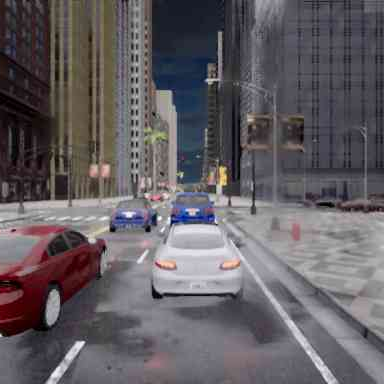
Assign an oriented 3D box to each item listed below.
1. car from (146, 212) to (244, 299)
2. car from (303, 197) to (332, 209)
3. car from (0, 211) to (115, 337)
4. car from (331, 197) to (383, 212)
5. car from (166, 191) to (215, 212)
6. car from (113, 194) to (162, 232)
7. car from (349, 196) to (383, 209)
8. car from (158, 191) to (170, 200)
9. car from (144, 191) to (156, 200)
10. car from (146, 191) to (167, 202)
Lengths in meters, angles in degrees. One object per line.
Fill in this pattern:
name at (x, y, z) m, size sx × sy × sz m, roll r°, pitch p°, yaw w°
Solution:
car at (0.107, 1.439, 8.085) m, size 1.812 × 1.442 × 4.674 m, roll 0°, pitch 1°, yaw 0°
car at (15.225, 1.215, 38.695) m, size 4.313 × 1.339 × 1.947 m, roll 0°, pitch 0°, yaw -1°
car at (-3.145, 1.404, 6.710) m, size 1.882 × 1.535 × 5.008 m, roll 0°, pitch 1°, yaw 0°
car at (15.346, 1.228, 30.171) m, size 4.206 × 1.307 × 1.802 m, roll 0°, pitch 0°, yaw -1°
car at (0.044, 1.051, 17.783) m, size 2.150 × 2.045 × 5.566 m, roll 0°, pitch 0°, yaw 1°
car at (-3.131, 1.175, 18.682) m, size 2.097 × 1.767 × 4.553 m, roll 0°, pitch 0°, yaw 0°
car at (20.864, 1.194, 38.776) m, size 4.313 × 1.339 × 1.947 m, roll 0°, pitch 0°, yaw -1°
car at (-6.420, 0.766, 77.139) m, size 2.150 × 2.045 × 5.566 m, roll 0°, pitch 0°, yaw 0°
car at (-9.670, 0.768, 76.502) m, size 2.150 × 2.045 × 5.566 m, roll 0°, pitch 0°, yaw 0°
car at (-6.484, 0.817, 61.269) m, size 2.150 × 2.045 × 5.566 m, roll 0°, pitch 0°, yaw 1°
